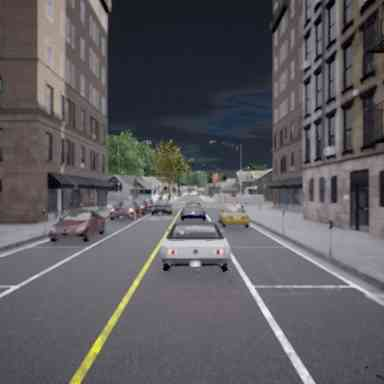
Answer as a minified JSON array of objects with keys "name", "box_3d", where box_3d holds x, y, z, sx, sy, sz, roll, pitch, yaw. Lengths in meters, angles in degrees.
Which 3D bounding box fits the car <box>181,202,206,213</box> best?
[{"name":"car","box_3d":[0.104,1.521,26.795,1.994,1.385,4.181,0,0,0]}]

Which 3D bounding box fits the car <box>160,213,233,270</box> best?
[{"name":"car","box_3d":[0.098,1.583,10.879,1.895,1.301,4.718,0,0,0]}]

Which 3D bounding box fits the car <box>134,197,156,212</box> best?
[{"name":"car","box_3d":[-5.369,1.379,38.199,1.967,1.590,4.097,0,0,0]}]

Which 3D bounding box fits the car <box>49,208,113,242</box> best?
[{"name":"car","box_3d":[-5.389,1.556,16.184,1.802,1.307,4.206,0,0,0]}]

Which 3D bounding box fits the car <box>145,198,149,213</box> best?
[{"name":"car","box_3d":[-5.374,1.388,32.695,1.967,1.590,4.097,0,0,0]}]

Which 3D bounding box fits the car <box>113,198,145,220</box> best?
[{"name":"car","box_3d":[-5.379,1.397,27.191,1.967,1.590,4.097,0,0,0]}]

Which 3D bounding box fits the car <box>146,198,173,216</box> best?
[{"name":"car","box_3d":[-2.819,1.496,32.217,2.033,1.411,5.357,0,0,0]}]

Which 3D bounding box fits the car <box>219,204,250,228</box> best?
[{"name":"car","box_3d":[2.664,1.490,21.855,1.752,1.417,4.829,0,0,0]}]
